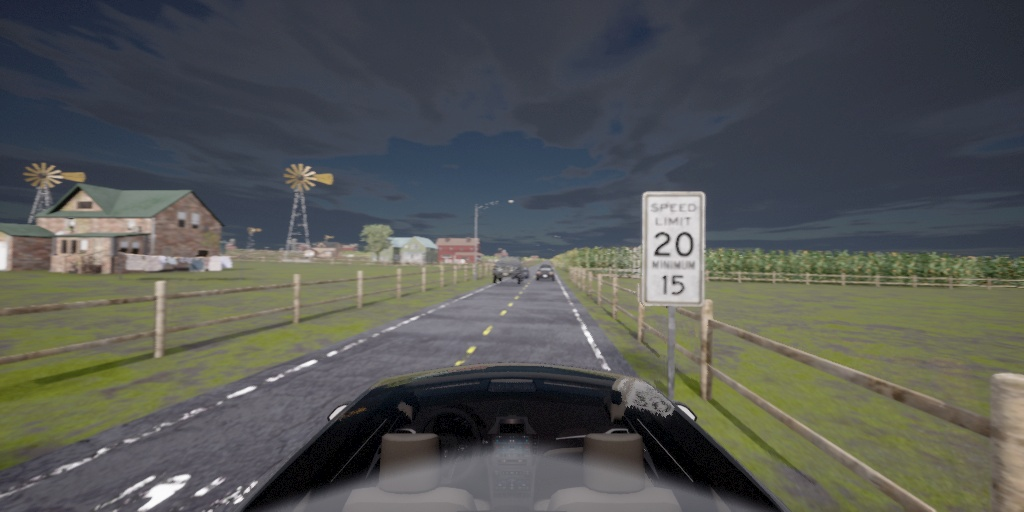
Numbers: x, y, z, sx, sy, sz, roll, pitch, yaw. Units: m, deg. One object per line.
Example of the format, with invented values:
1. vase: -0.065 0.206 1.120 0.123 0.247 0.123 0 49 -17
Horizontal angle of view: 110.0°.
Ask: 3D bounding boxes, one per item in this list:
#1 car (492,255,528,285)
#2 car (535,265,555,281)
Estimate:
1. car: -0.188 0.972 28.645 2.150 2.045 5.566 1 -1 6
2. car: 3.414 1.773 36.607 1.812 1.442 4.674 1 -1 6
